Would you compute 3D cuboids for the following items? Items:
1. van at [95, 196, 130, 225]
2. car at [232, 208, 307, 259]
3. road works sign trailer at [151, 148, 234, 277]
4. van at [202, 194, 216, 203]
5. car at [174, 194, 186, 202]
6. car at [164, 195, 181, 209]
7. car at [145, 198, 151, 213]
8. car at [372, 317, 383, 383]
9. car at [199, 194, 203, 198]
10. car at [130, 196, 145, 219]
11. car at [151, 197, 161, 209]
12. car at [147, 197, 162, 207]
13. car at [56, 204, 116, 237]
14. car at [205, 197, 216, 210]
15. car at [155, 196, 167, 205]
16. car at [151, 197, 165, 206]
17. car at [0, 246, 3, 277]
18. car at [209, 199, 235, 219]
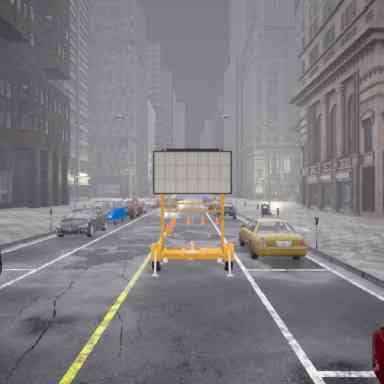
[{"bbox_3d":[-5.735,1.344,23.301,1.690,1.788,3.998,0,0,0],"label":"van"},{"bbox_3d":[2.788,1.527,12.394,1.752,1.417,4.829,0,0,0],"label":"car"},{"bbox_3d":[0.014,0.465,10.265,2.380,3.560,2.880,0,0,0],"label":"road works sign trailer"},{"bbox_3d":[2.848,1.349,50.899,1.690,1.788,3.998,0,0,0],"label":"van"},{"bbox_3d":[-2.895,1.525,76.417,1.837,1.490,4.892,0,0,0],"label":"car"},{"bbox_3d":[-3.034,1.499,46.224,2.128,1.511,4.902,0,0,0],"label":"car"},{"bbox_3d":[-5.723,1.550,34.352,1.887,1.381,4.507,0,0,0],"label":"car"},{"bbox_3d":[2.771,1.315,1.175,2.192,1.841,5.009,0,0,0],"label":"car"},{"bbox_3d":[2.864,1.556,61.949,1.887,1.381,4.507,0,0,0],"label":"car"},{"bbox_3d":[-5.729,1.319,28.826,2.192,1.841,5.009,0,0,0],"label":"car"},{"bbox_3d":[-5.710,1.532,45.233,1.752,1.417,4.829,0,0,0],"label":"car"},{"bbox_3d":[-5.704,1.553,50.928,1.887,1.381,4.507,0,0,0],"label":"car"},{"bbox_3d":[-5.742,1.553,17.775,2.008,1.369,4.403,0,0,0],"label":"car"},{"bbox_3d":[2.830,1.588,39.849,1.802,1.307,4.206,0,0,0],"label":"car"},{"bbox_3d":[-5.691,1.556,61.979,1.887,1.381,4.507,0,0,0],"label":"car"},{"bbox_3d":[-5.697,1.554,56.453,1.887,1.381,4.507,0,0,0],"label":"car"},{"bbox_3d":[-5.755,1.441,6.724,1.967,1.590,4.097,0,0,0],"label":"car"},{"bbox_3d":[2.813,1.555,28.799,2.008,1.369,4.403,0,0,0],"label":"car"}]
